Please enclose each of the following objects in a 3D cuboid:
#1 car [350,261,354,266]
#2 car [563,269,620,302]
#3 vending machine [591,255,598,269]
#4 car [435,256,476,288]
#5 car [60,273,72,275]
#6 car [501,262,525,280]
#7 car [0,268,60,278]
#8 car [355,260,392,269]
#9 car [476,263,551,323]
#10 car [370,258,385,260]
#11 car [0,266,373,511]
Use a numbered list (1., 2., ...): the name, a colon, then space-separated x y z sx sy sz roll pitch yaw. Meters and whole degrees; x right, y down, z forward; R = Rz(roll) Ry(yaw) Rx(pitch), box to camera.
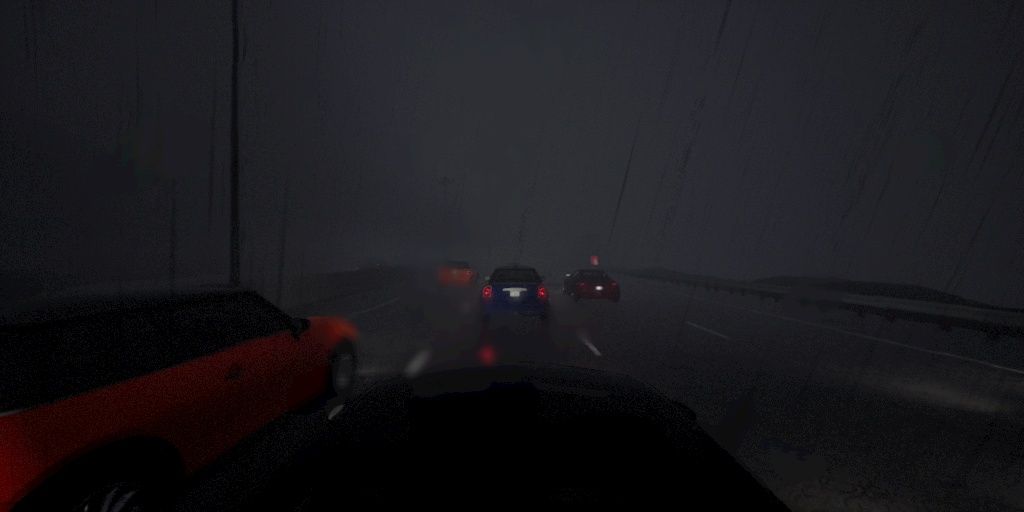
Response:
1. car: -24.549 1.266 58.003 1.994 1.385 4.181 0 0 1
2. car: 3.599 1.301 16.837 1.994 1.385 4.181 0 0 0
3. vending machine: 11.995 0.903 52.149 1.100 2.100 0.880 0 0 0
4. car: -3.402 1.083 23.652 2.097 1.767 4.553 0 0 0
5. car: -24.601 1.284 17.353 2.033 1.411 5.357 0 0 0
6. car: 0.098 1.289 31.196 1.994 1.385 4.181 0 0 0
7. car: -21.100 1.231 13.367 2.128 1.511 4.902 0 0 0
8. car: -14.097 1.321 37.262 1.895 1.301 4.718 0 0 0
9. car: 0.099 1.093 12.299 2.097 1.767 4.553 0 0 0
10. car: -17.584 1.064 46.323 2.097 1.767 4.553 0 0 0
11. car: -3.402 1.100 3.681 2.097 1.767 4.553 0 0 0
